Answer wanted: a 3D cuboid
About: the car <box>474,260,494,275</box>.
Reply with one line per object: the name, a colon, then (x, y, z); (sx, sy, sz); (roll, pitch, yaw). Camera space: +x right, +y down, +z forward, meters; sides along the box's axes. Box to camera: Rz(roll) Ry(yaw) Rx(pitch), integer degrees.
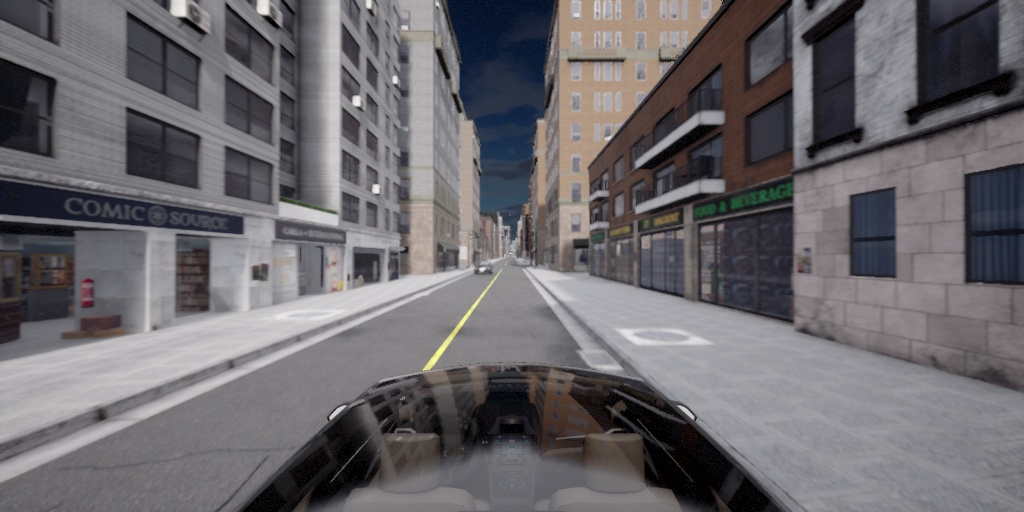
car: (-2.992, 1.227, 38.526); (2.128, 1.511, 4.902); (0, 0, 0)
